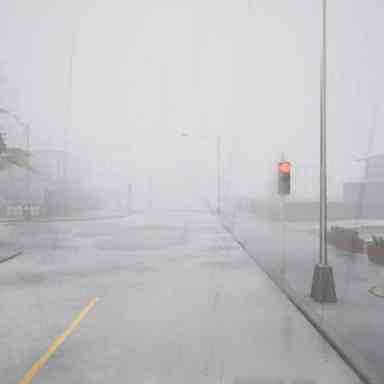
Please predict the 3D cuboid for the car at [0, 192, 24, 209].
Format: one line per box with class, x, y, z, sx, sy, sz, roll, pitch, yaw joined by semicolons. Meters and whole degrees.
car;-19.736;0.985;34.939;1.905;1.878;3.866;0;0;35
